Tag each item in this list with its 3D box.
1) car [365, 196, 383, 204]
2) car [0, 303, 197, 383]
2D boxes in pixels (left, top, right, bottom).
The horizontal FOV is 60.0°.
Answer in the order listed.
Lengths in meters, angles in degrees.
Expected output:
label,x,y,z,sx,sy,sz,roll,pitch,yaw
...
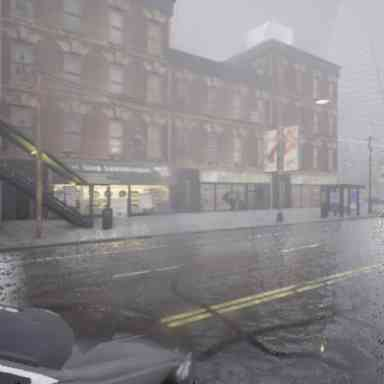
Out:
label,x,y,z,sx,sy,sz,roll,pitch,yaw
car,34.351,1.497,61.408,2.033,1.411,5.357,0,0,-8
car,-2.179,1.490,2.192,4.902,1.511,2.128,0,0,-35
